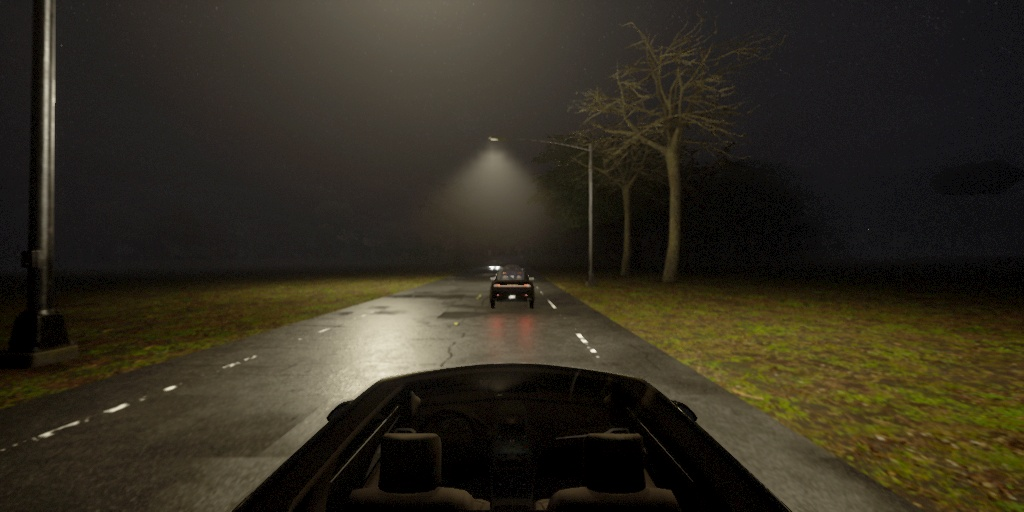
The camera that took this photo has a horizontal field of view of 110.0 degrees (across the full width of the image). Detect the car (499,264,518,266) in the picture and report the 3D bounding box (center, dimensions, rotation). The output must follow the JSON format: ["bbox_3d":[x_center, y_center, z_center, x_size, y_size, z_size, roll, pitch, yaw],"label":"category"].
[{"bbox_3d":[0.023,1.513,31.247,1.812,1.442,4.674,0,0,0],"label":"car"}]

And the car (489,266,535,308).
[{"bbox_3d":[0.012,1.379,16.156,2.128,1.511,4.902,0,0,0],"label":"car"}]
